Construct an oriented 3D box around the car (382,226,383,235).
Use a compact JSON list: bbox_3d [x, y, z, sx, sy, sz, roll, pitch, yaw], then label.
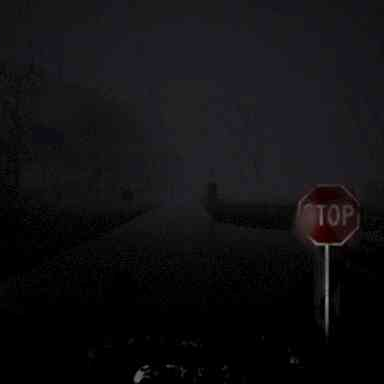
[{"bbox_3d":[10.513,1.259,13.755,4.553,1.767,2.097,0,0,-5],"label":"car"}]
